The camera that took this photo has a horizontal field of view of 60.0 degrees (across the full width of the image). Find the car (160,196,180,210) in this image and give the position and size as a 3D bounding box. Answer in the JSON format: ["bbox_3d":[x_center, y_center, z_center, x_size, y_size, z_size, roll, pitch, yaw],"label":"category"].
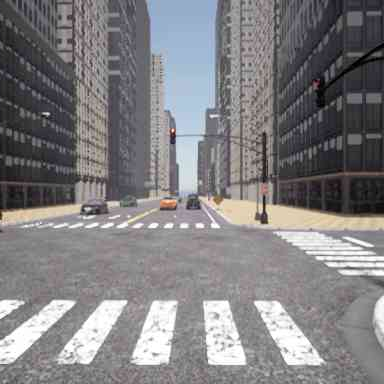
[{"bbox_3d":[-3.035,1.383,44.624,2.097,1.767,4.553,0,0,0],"label":"car"}]

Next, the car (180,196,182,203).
[{"bbox_3d":[-3.002,1.589,68.595,2.128,1.511,4.902,0,0,0],"label":"car"}]

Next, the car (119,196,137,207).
[{"bbox_3d":[-9.705,1.396,50.899,2.097,1.767,4.553,0,0,0],"label":"car"}]

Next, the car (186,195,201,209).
[{"bbox_3d":[0.217,1.537,45.404,1.837,1.490,4.892,0,0,0],"label":"car"}]

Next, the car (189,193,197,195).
[{"bbox_3d":[0.247,1.319,68.361,2.150,2.045,5.566,0,0,1],"label":"car"}]

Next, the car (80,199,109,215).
[{"bbox_3d":[-9.764,1.505,33.593,2.128,1.511,4.902,0,0,0],"label":"car"}]
